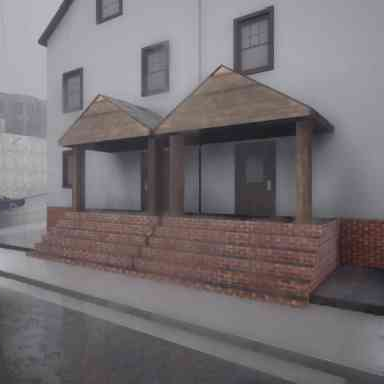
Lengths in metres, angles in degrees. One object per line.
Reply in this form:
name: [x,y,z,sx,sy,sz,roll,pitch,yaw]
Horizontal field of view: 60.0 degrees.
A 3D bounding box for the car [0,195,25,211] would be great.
car: [-15.508,1.012,25.414,1.895,1.301,4.718,0,6,35]
